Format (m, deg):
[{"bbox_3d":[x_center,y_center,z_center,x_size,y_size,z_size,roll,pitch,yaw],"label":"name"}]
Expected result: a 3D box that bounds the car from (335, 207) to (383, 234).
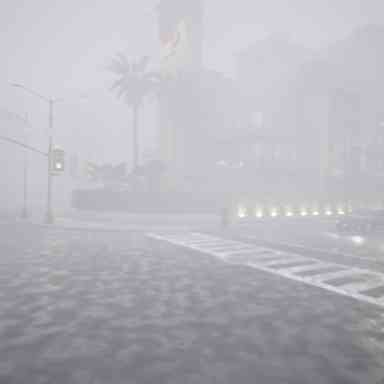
[{"bbox_3d":[11.090,1.746,20.935,4.892,1.490,1.837,1,0,-31],"label":"car"}]
